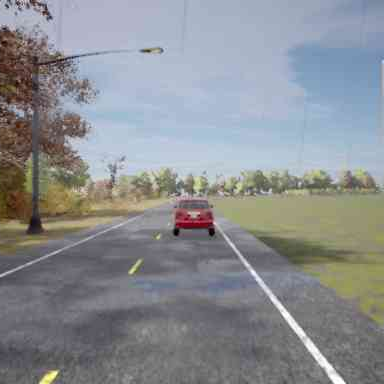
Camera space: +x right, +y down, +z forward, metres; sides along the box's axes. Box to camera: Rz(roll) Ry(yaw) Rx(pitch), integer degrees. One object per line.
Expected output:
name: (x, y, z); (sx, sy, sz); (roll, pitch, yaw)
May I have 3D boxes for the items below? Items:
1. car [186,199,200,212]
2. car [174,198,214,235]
car: (0.109, 1.770, 44.071); (1.837, 1.490, 4.892); (0, 0, 0)
car: (0.103, 1.344, 19.799); (2.150, 2.045, 5.566); (0, 0, 0)
